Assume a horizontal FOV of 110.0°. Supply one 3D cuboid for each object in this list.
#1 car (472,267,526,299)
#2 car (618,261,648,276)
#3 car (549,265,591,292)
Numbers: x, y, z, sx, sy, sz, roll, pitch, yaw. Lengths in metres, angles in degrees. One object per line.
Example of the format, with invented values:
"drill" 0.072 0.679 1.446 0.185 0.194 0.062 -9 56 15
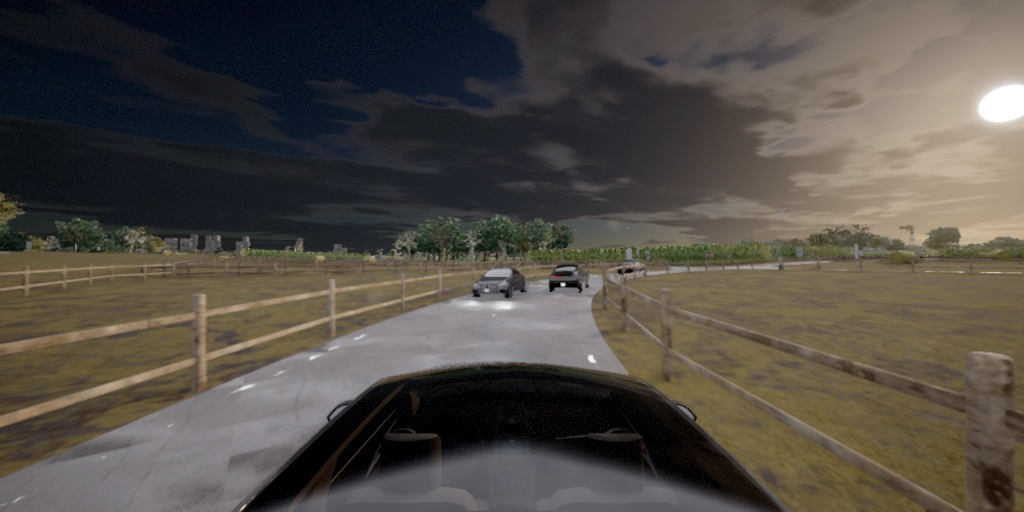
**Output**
"car" -0.520 1.317 18.555 1.812 1.442 4.674 -1 -1 16
"car" 12.544 1.222 37.028 1.837 1.490 4.892 -2 -1 39
"car" 3.460 1.254 21.125 1.837 1.490 4.892 -2 0 19
